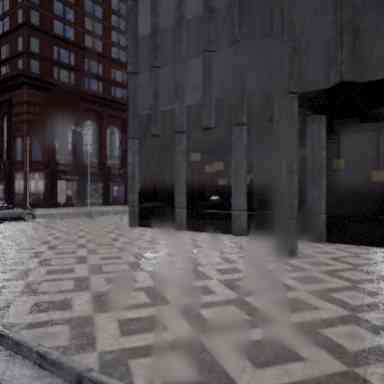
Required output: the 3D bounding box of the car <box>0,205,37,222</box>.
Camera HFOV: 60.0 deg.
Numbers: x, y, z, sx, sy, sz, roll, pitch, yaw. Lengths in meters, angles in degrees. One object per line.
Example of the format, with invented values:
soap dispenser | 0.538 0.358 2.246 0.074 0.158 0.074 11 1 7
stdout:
car | -13.701 1.605 24.409 1.994 1.385 4.181 0 0 35
